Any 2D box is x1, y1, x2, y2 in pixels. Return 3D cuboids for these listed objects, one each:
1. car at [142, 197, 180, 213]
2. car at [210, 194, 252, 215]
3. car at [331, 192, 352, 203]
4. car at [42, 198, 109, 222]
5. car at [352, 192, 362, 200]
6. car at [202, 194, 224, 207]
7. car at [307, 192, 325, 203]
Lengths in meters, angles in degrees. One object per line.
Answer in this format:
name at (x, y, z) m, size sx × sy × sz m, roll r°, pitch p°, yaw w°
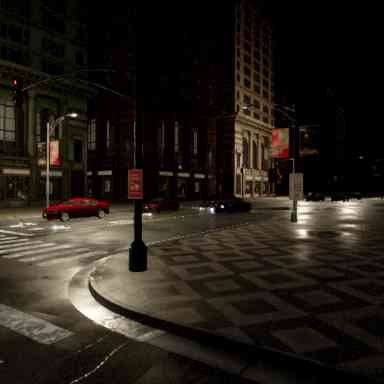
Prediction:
car at (-2.982, 1.199, 31.769) m, size 1.994 × 1.385 × 4.181 m, roll 0°, pitch 1°, yaw 36°
car at (3.747, 1.204, 29.687) m, size 1.994 × 1.385 × 4.181 m, roll 0°, pitch 1°, yaw 35°
car at (22.408, 0.834, 50.329) m, size 1.812 × 1.442 × 4.674 m, roll 0°, pitch 1°, yaw 36°
car at (-8.350, 1.231, 24.221) m, size 1.882 × 1.535 × 5.008 m, roll 0°, pitch 1°, yaw 35°
car at (29.565, 0.675, 60.404) m, size 1.812 × 1.442 × 4.674 m, roll 0°, pitch 1°, yaw 35°
car at (3.054, 1.008, 40.252) m, size 1.837 × 1.490 × 4.892 m, roll 0°, pitch 1°, yaw 36°
car at (19.155, 0.797, 51.364) m, size 2.128 × 1.511 × 4.902 m, roll 0°, pitch 1°, yaw 35°
